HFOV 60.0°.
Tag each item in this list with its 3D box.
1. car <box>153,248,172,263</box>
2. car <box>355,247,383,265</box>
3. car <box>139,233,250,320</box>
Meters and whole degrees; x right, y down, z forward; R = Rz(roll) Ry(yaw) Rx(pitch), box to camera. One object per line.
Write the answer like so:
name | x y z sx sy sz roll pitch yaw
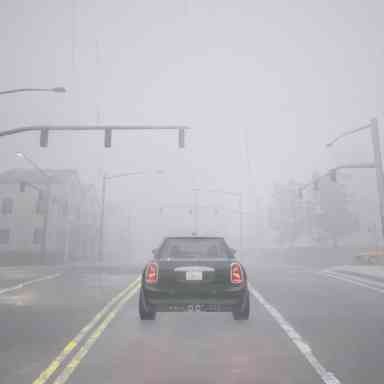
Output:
car | -3.714 8.179 42.803 2.097 1.767 4.553 0 -11 0
car | 16.423 5.358 28.075 5.008 1.535 1.882 0 -11 1
car | 0.049 1.805 8.216 2.097 1.767 4.553 0 -7 0
